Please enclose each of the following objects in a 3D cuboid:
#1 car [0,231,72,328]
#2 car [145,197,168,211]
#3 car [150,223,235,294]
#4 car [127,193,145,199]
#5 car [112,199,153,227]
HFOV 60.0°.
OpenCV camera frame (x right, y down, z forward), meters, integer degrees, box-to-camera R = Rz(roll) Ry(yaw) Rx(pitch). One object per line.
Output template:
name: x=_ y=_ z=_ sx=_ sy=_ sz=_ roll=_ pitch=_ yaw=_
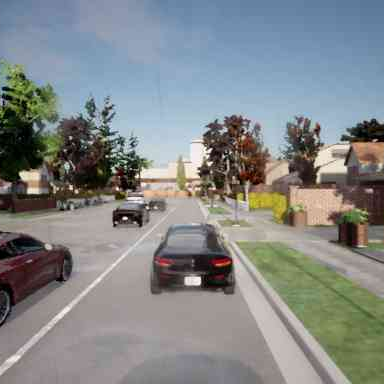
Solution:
car: x=-4.037 y=1.531 z=6.773 sx=1.812 sy=1.442 sz=4.674 roll=0 pitch=0 yaw=0
car: x=-3.986 y=1.442 z=38.962 sx=1.837 sy=1.490 sz=4.892 roll=0 pitch=0 yaw=0
car: x=0.018 y=1.529 z=8.646 sx=1.812 sy=1.442 sz=4.674 roll=0 pitch=0 yaw=0
car: x=-7.674 y=1.120 z=46.086 sx=2.150 sy=2.045 sz=5.566 roll=0 pitch=0 yaw=0
car: x=-4.109 y=1.475 z=22.954 sx=1.882 sy=1.535 sz=5.008 roll=0 pitch=0 yaw=0
